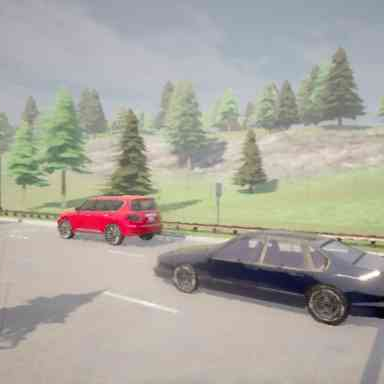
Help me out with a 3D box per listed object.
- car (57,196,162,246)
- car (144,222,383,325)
[{"bbox_3d":[-3.871,1.203,15.357,5.566,2.045,2.150,0,0,36],"label":"car"},{"bbox_3d":[1.692,1.544,7.084,5.357,1.411,2.033,0,0,36],"label":"car"}]
